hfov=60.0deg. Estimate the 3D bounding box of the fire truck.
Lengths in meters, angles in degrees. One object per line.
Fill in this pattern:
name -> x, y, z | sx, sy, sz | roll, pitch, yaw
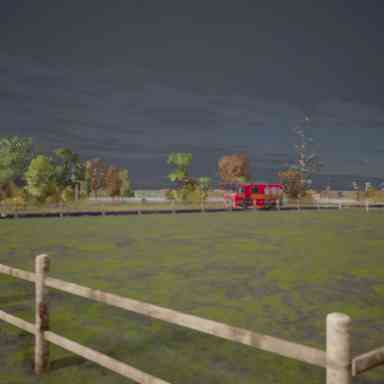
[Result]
fire truck -> 8.708, 0.417, 46.730 | 8.468, 3.827, 2.891 | 0, 0, -29
